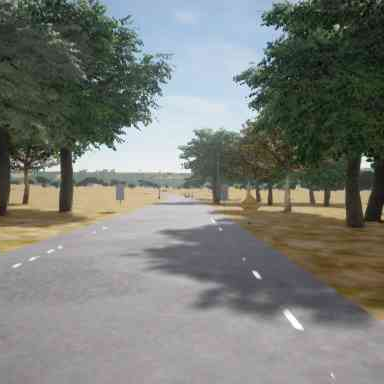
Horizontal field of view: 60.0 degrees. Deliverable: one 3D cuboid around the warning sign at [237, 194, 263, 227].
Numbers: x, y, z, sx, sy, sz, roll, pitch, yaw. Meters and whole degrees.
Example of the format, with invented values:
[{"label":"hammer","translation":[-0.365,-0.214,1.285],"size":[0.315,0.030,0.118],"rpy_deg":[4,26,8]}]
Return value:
[{"label":"warning sign","translation":[3.524,1.089,20.245],"size":[1.300,1.860,1.060],"rpy_deg":[3,3,-1]}]
